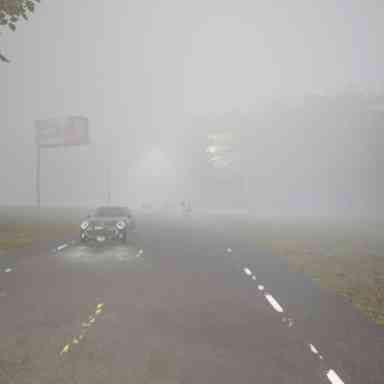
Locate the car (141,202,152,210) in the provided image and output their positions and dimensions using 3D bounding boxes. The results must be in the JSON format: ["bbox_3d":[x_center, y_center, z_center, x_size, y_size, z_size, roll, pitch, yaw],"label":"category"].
[{"bbox_3d":[-7.960,2.429,58.811,1.895,1.301,4.718,0,-2,-8],"label":"car"}]

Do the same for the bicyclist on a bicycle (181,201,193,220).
[{"bbox_3d":[-0.281,1.715,30.494,0.866,1.612,1.509,0,-1,-4],"label":"bicyclist on a bicycle"}]

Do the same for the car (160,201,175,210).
[{"bbox_3d":[-3.884,2.238,55.668,1.837,1.490,4.892,0,-1,-8],"label":"car"}]

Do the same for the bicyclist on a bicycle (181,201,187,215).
[{"bbox_3d":[-0.989,1.835,38.709,0.582,1.620,1.656,0,-1,-5],"label":"bicyclist on a bicycle"}]

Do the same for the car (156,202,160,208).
[{"bbox_3d":[-6.915,2.873,74.015,2.033,1.411,5.357,0,-2,-11],"label":"car"}]

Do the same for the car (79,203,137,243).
[{"bbox_3d":[-4.023,1.467,16.588,2.097,1.767,4.553,0,-1,-3],"label":"car"}]
